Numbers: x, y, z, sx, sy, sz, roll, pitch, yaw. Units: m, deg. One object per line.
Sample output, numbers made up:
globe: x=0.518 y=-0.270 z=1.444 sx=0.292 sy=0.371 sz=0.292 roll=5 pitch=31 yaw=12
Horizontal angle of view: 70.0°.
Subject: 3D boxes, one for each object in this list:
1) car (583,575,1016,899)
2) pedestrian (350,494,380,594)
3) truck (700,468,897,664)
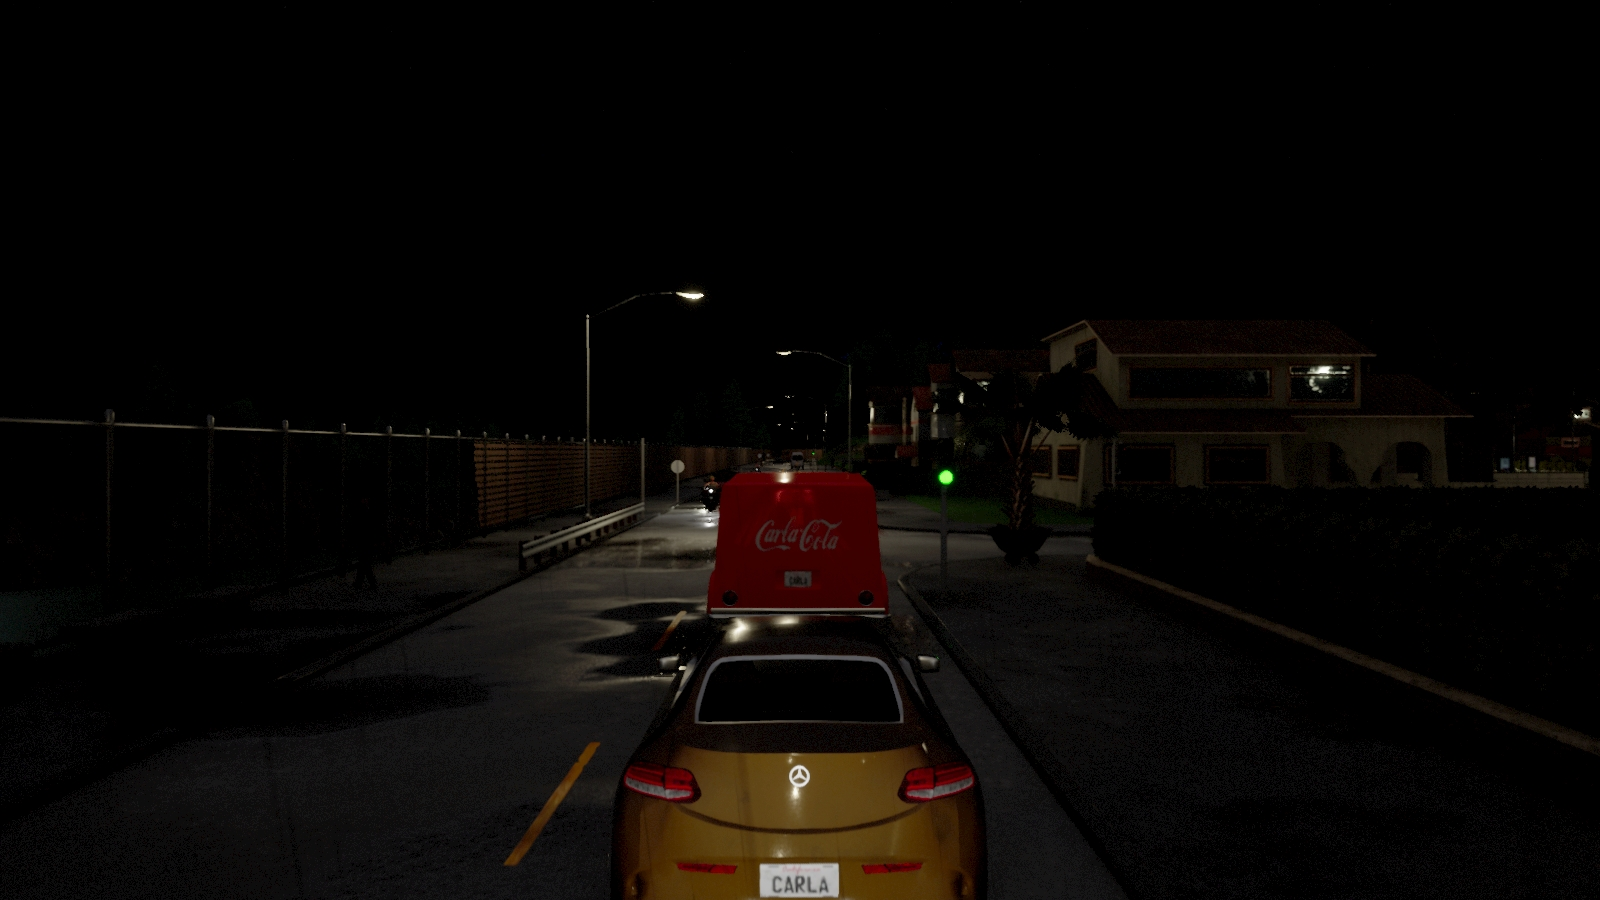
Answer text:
car: x=-0.009 y=1.999 z=8.186 sx=2.152 sy=1.651 sz=5.027 roll=0 pitch=0 yaw=0
pedestrian: x=-8.185 y=1.761 z=21.512 sx=0.375 sy=1.860 sz=0.375 roll=0 pitch=0 yaw=11
truck: x=-0.028 y=1.593 z=17.851 sx=2.627 sy=2.467 sz=5.204 roll=0 pitch=1 yaw=0
